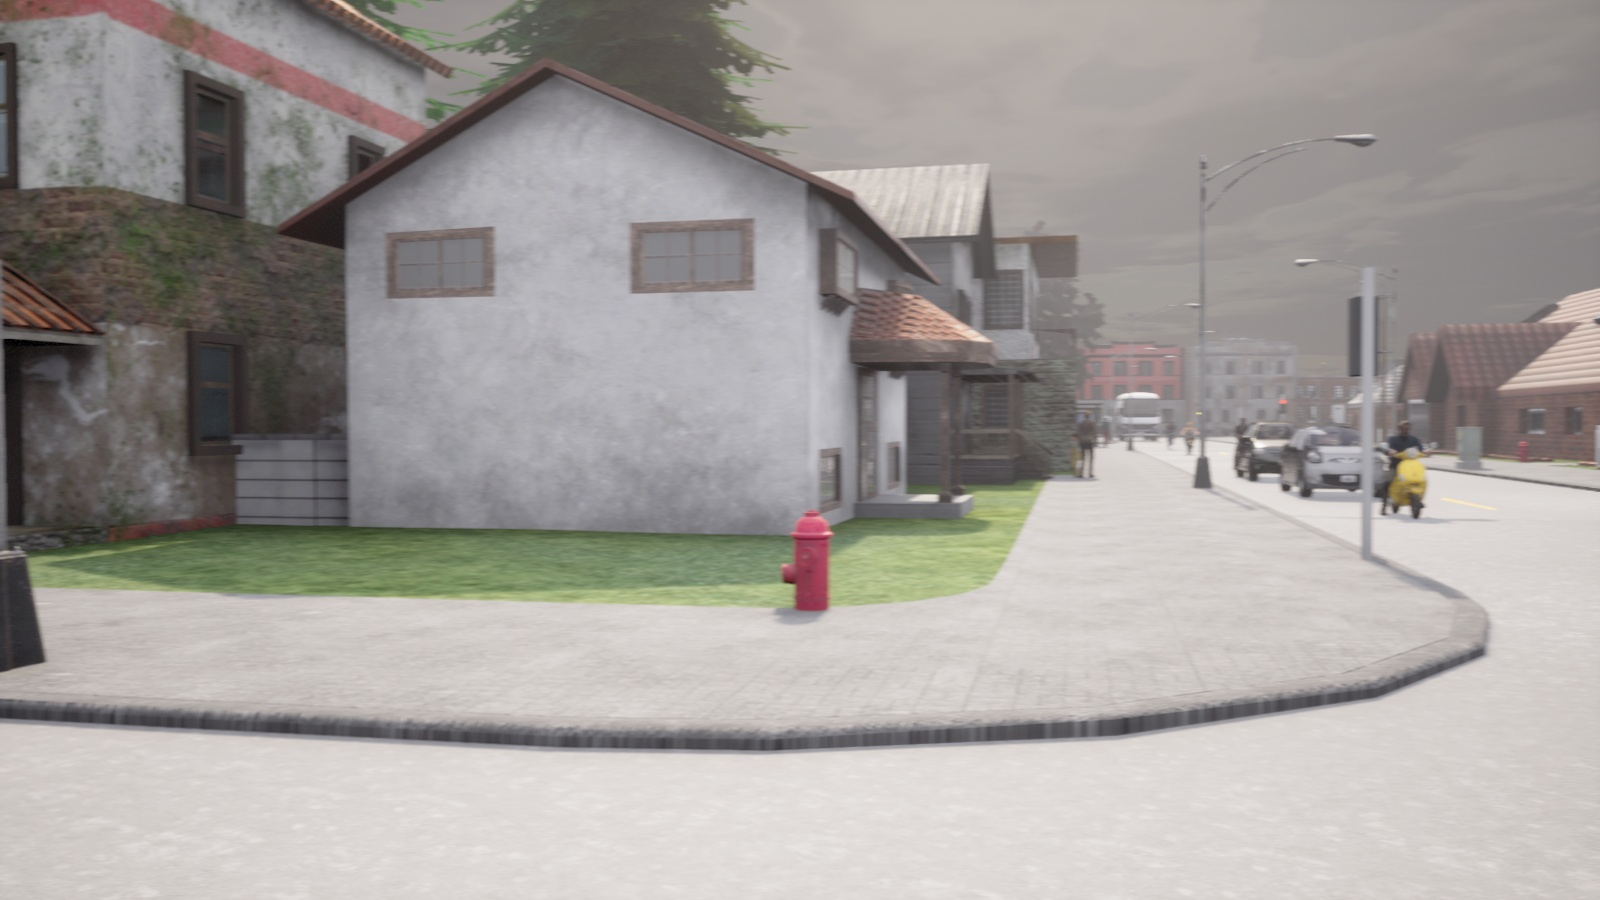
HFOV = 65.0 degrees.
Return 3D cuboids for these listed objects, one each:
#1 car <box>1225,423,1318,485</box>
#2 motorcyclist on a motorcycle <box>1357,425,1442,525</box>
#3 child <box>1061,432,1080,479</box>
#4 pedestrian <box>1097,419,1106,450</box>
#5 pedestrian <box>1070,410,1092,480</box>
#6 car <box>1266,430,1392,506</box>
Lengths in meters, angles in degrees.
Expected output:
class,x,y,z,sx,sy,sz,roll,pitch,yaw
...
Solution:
class,x,y,z,sx,sy,sz,roll,pitch,yaw
car,12.978,0.056,34.766,1.851,1.617,3.988,0,1,12
motorcyclist on a motorcycle,9.952,0.384,20.929,0.866,1.590,1.817,0,1,12
child,7.338,0.141,34.064,0.437,1.263,0.270,0,1,-30
pedestrian,17.979,-0.938,74.890,0.353,1.847,0.614,1,1,32
pedestrian,7.497,-0.126,33.455,0.331,1.846,0.634,1,1,37
car,11.297,0.324,27.067,1.845,1.501,3.633,0,1,12
